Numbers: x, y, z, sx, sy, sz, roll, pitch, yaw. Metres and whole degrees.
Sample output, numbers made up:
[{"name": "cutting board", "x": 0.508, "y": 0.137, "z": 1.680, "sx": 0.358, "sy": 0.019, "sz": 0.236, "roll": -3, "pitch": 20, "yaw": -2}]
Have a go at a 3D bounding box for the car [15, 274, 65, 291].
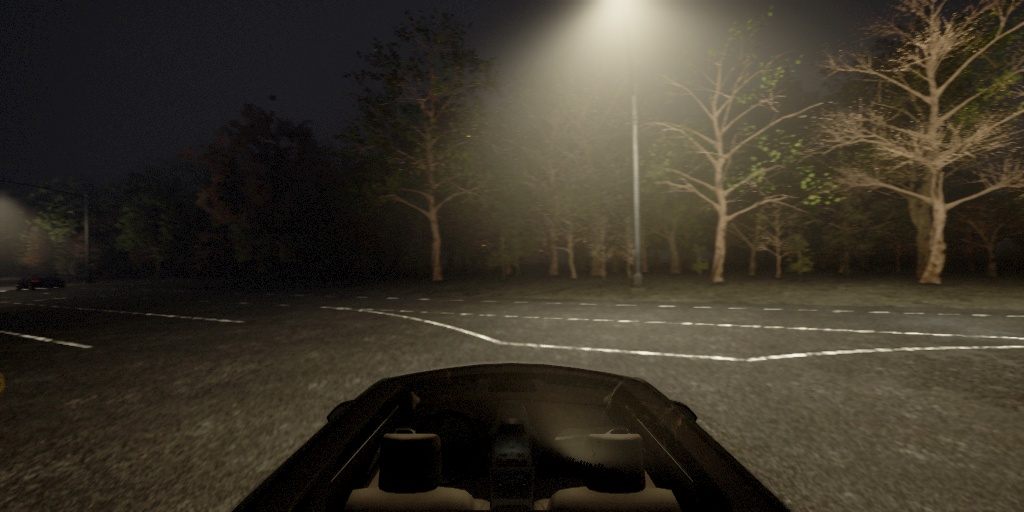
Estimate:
[{"name": "car", "x": -42.230, "y": 2.316, "z": 32.087, "sx": 4.181, "sy": 1.385, "sz": 1.994, "roll": -1, "pitch": 0, "yaw": 23}]
